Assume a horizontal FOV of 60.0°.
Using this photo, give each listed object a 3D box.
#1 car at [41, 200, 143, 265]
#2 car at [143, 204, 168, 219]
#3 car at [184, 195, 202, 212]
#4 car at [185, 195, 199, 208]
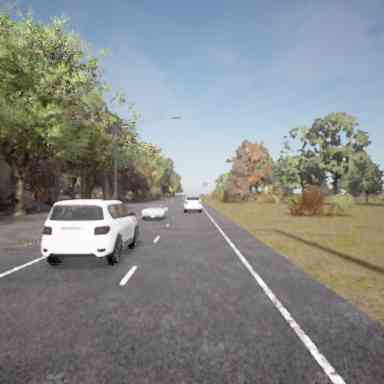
[{"bbox_3d":[-3.395,1.289,12.111,2.150,2.045,5.566,0,0,0],"label":"car"},{"bbox_3d":[-3.267,1.769,30.373,1.895,1.301,4.718,0,0,1],"label":"car"},{"bbox_3d":[0.126,1.457,42.006,2.150,2.045,5.566,0,0,0],"label":"car"},{"bbox_3d":[0.034,1.532,55.598,2.150,2.045,5.566,0,0,0],"label":"car"}]
